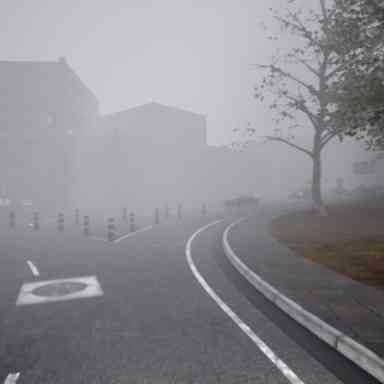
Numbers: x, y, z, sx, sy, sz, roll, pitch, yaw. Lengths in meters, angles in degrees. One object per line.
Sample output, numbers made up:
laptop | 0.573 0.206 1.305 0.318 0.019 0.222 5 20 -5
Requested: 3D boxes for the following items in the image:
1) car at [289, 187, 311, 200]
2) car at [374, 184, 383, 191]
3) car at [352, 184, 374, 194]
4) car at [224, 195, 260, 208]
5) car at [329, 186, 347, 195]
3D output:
car | 15.842 0.098 48.277 2.097 1.767 4.553 0 5 42
car | 37.225 -0.897 67.284 1.994 1.385 4.181 0 2 42
car | 30.292 -0.347 59.516 2.033 1.411 5.357 0 2 42
car | 5.509 0.982 36.663 1.895 1.301 4.718 0 2 42
car | 26.370 -0.292 60.018 1.837 1.490 4.892 0 2 42
